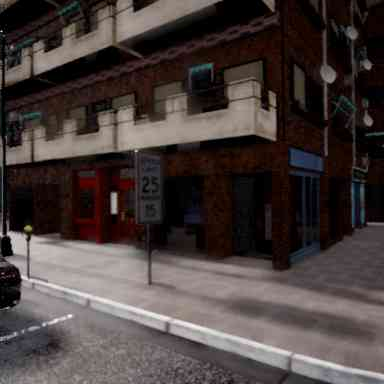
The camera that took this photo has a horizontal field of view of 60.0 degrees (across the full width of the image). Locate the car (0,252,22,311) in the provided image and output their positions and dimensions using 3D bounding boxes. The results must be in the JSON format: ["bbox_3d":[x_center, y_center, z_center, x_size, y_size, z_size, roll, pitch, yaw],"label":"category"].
[{"bbox_3d":[-5.006,1.539,6.461,4.403,1.369,2.008,0,-1,36],"label":"car"}]
